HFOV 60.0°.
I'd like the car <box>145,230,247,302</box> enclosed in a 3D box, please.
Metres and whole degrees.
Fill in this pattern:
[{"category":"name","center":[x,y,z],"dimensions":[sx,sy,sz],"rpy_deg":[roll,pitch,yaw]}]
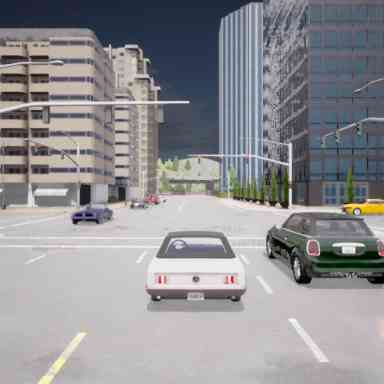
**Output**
[{"category":"car","center":[0.089,1.601,8.243],"dimensions":[1.895,1.301,4.718],"rpy_deg":[0,0,0]}]

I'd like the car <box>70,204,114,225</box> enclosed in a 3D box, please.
[{"category":"car","center":[-7.064,1.581,23.915],"dimensions":[1.895,1.301,4.718],"rpy_deg":[0,0,0]}]

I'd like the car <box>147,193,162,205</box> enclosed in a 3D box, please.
[{"category":"car","center":[-6.982,1.223,57.970],"dimensions":[2.150,2.045,5.566],"rpy_deg":[0,0,0]}]

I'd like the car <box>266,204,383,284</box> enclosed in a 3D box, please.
[{"category":"car","center":[3.598,1.352,9.731],"dimensions":[2.097,1.767,4.553],"rpy_deg":[0,0,0]}]

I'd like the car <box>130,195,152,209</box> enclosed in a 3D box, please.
[{"category":"car","center":[-7.023,1.491,44.682],"dimensions":[2.128,1.511,4.902],"rpy_deg":[0,0,0]}]

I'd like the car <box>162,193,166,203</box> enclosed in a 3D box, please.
[{"category":"car","center":[-6.880,1.225,71.227],"dimensions":[2.150,2.045,5.566],"rpy_deg":[0,0,0]}]

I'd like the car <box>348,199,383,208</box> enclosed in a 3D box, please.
[{"category":"car","center":[16.870,1.422,31.605],"dimensions":[5.008,1.535,1.882],"rpy_deg":[0,0,1]}]
